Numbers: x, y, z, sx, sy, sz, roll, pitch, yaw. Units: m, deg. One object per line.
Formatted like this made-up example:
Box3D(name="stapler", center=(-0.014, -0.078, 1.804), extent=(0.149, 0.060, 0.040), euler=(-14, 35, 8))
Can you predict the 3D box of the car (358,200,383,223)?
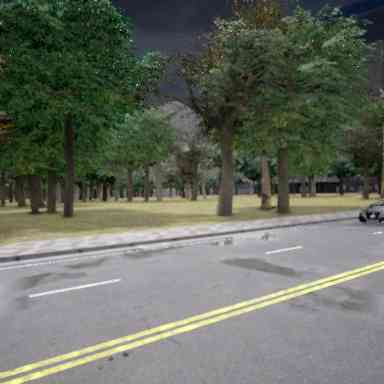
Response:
Box3D(name="car", center=(11.927, 1.180, 20.157), extent=(4.181, 1.385, 1.994), euler=(-1, 1, -35))
